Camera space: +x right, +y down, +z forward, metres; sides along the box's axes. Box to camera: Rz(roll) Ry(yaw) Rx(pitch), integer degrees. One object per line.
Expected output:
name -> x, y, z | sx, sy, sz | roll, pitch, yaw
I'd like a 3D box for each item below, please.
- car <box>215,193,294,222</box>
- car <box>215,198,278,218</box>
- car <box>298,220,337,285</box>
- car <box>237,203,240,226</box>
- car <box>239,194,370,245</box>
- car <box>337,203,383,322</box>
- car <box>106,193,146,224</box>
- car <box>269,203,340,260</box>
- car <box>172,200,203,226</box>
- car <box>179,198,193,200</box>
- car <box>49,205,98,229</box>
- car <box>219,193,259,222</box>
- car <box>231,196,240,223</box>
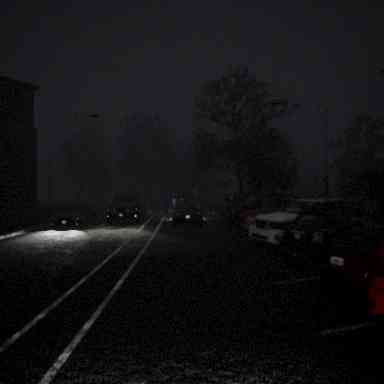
car -> 4.855, 1.107, 25.821 | 5.566, 2.045, 2.435 | 0, 1, -22
car -> 4.707, 1.317, 28.781 | 4.892, 1.521, 2.231 | 0, 1, -23
car -> 5.297, 1.554, 7.988 | 4.792, 1.488, 2.163 | 1, 0, -21
car -> 5.273, 1.476, 16.977 | 5.366, 1.575, 1.946 | 1, 0, -22
car -> 5.149, 1.252, 13.906 | 5.566, 2.045, 2.435 | 1, 1, -21
car -> 5.332, 1.268, 5.015 | 5.566, 2.045, 2.435 | 1, 0, -21
car -> -4.672, 1.114, 24.293 | 2.150, 2.045, 5.566 | 0, 1, -1
car -> 5.200, 1.393, 10.937 | 4.553, 1.767, 2.185 | 1, 0, -21
car -> -0.327, 1.477, 22.659 | 1.994, 1.385, 4.181 | 0, 1, -2
car -> -0.618, 1.300, 38.054 | 1.895, 1.301, 4.718 | 0, 1, 2
car -> -7.393, 1.502, 21.071 | 1.994, 1.385, 4.181 | 0, 1, -1
car -> 4.908, 1.149, 22.819 | 5.566, 2.045, 2.435 | 0, 1, -22
car -> 5.053, 1.317, 19.878 | 4.553, 1.767, 2.185 | 0, 1, -22
